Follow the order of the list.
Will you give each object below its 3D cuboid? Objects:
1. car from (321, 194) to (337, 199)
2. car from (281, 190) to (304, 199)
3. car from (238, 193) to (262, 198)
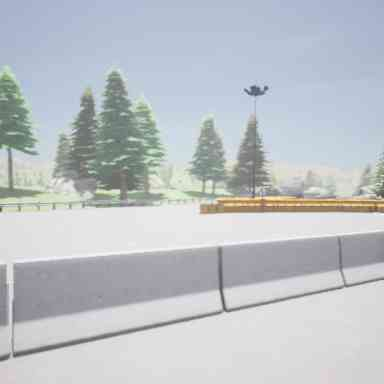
[{"bbox_3d":[28.805,1.049,69.784,4.181,1.385,1.994,0,1,-43],"label":"car"},{"bbox_3d":[18.024,0.666,59.231,2.150,2.045,5.566,2,2,42],"label":"car"},{"bbox_3d":[8.181,0.932,47.346,2.128,1.511,4.902,2,1,38],"label":"car"}]
